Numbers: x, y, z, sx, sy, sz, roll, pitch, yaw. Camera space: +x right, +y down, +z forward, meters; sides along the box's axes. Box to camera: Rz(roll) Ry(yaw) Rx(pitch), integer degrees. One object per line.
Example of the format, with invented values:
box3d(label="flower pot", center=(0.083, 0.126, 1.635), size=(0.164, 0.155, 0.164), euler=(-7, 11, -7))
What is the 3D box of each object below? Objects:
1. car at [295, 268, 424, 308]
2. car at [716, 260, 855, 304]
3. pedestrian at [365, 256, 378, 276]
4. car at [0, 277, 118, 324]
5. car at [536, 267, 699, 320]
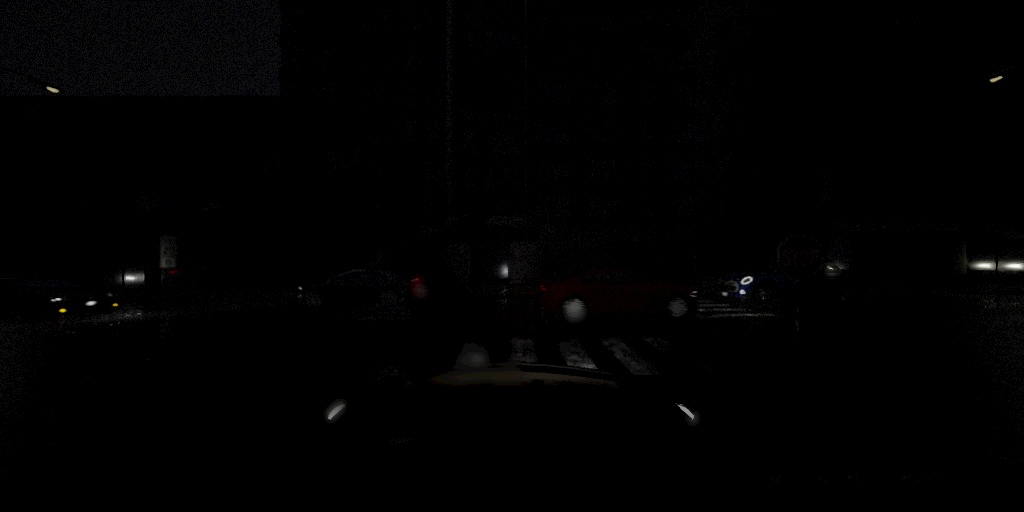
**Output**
box3d(label="car", center=(-6.058, 1.225, 14.504), size=(4.902, 1.511, 2.128), euler=(-1, -1, 0))
box3d(label="car", center=(10.827, 0.926, 14.463), size=(4.553, 1.767, 2.097), euler=(-1, -1, 0))
box3d(label="pedestrian", center=(-6.849, 0.916, 17.418), size=(0.375, 1.860, 0.375), euler=(0, 0, 0))
box3d(label="car", center=(-15.565, 1.374, 11.574), size=(4.181, 1.385, 1.994), euler=(-1, -1, 0))
box3d(label="car", center=(3.285, 1.117, 11.508), size=(5.008, 1.535, 1.882), euler=(-1, 0, 0))
